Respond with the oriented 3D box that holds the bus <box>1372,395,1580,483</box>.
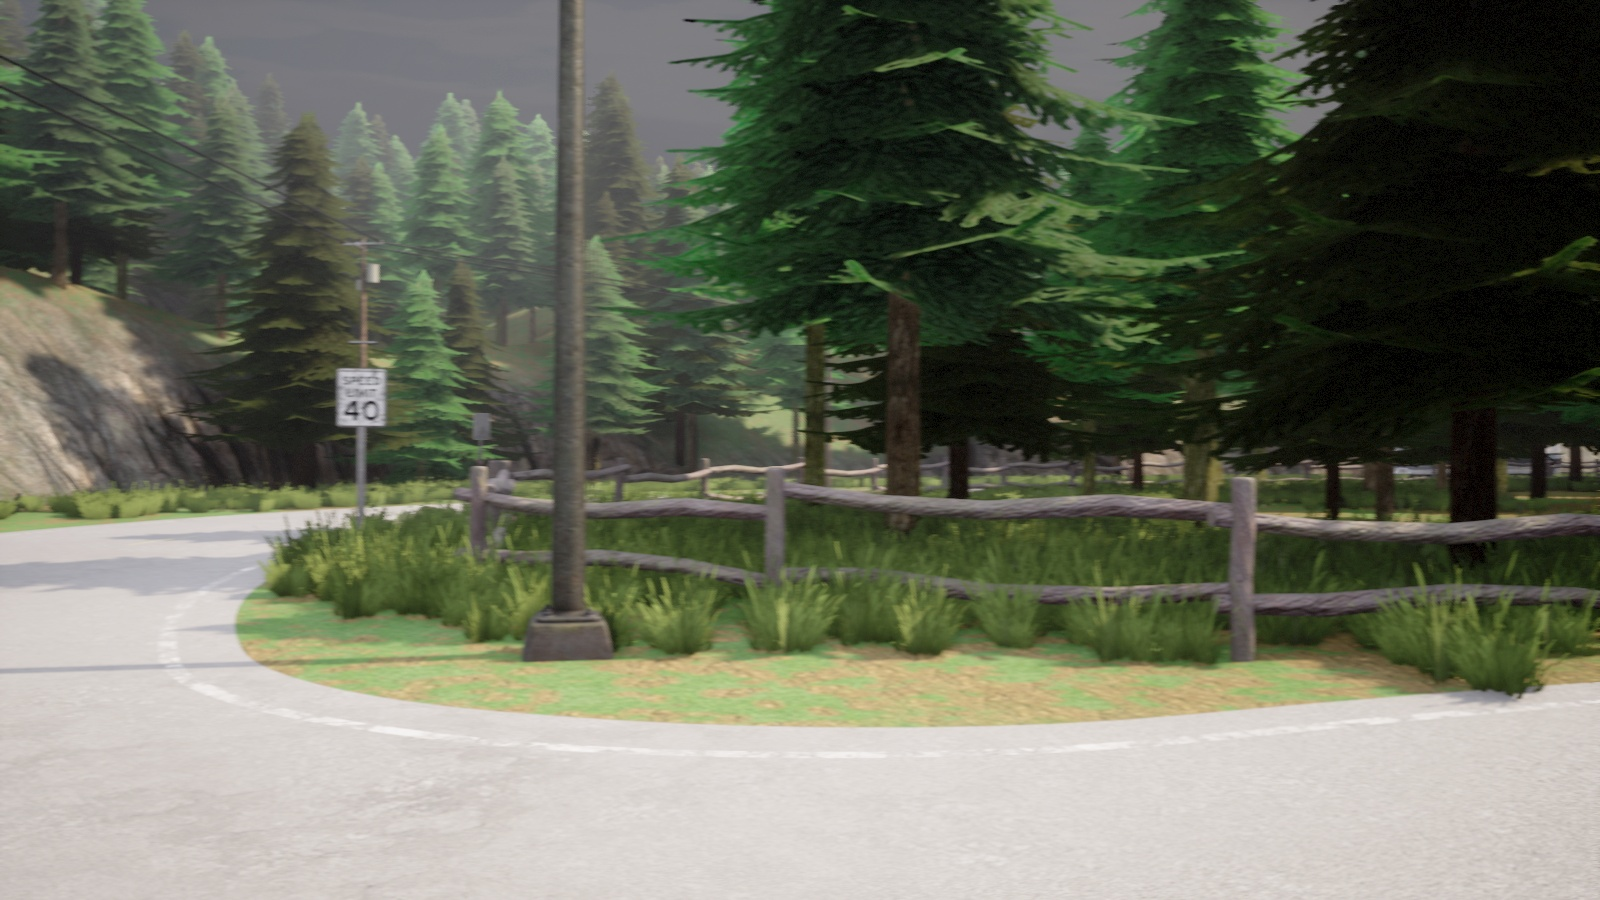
[{"bbox_3d":[34.820,-0.514,64.655,10.273,4.253,3.944,0,0,-24],"label":"bus"}]
